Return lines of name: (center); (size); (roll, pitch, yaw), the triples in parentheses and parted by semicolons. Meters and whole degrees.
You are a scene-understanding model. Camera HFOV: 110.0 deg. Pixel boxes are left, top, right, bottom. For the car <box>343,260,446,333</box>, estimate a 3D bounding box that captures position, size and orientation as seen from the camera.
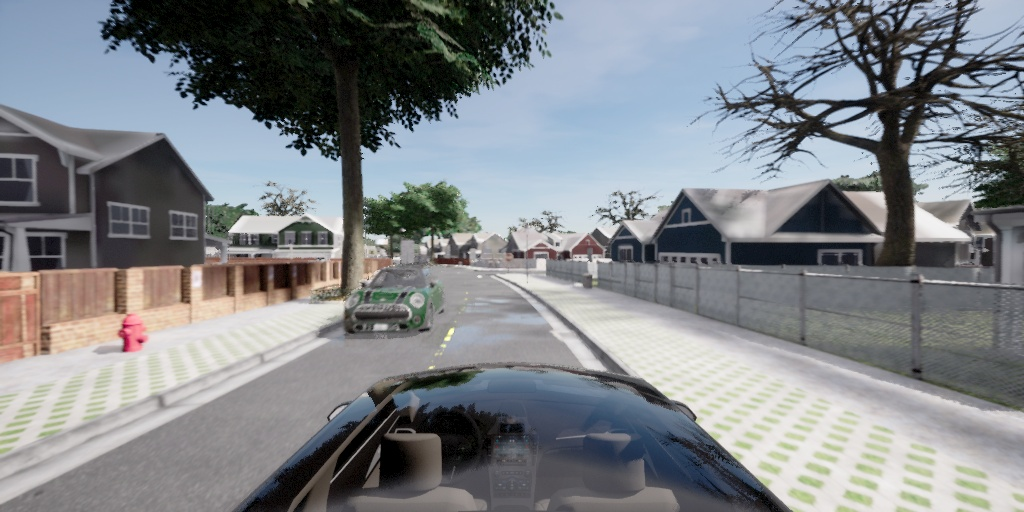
car: (-3.258, 1.106, 10.749); (2.097, 1.767, 4.553); (0, 0, -4)
